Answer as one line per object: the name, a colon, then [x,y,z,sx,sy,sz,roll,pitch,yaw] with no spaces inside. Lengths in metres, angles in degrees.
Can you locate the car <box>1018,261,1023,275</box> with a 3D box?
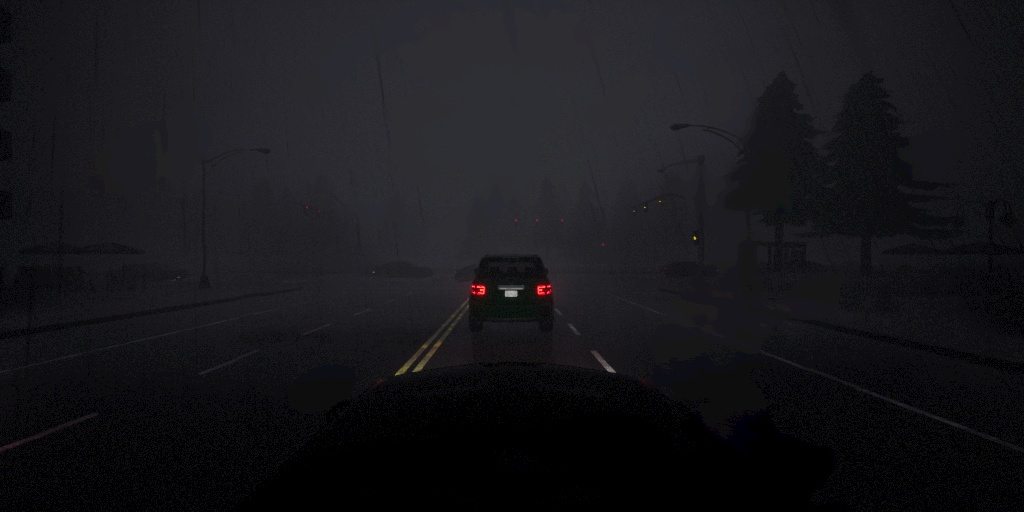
car: [49.335,1.199,35.419,4.892,1.490,1.837,0,0,20]

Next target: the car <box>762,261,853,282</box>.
car: [22.561,1.172,27.512,5.008,1.535,1.882,0,0,-1]

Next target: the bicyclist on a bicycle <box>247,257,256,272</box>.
bicyclist on a bicycle: [-30.106,0.995,41.533,0.582,1.620,1.656,0,0,-1]

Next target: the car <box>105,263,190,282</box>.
car: [-27.397,1.295,27.058,4.718,1.301,1.895,0,0,-1]

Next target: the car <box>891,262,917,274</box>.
car: [39.727,1.295,37.662,4.718,1.301,1.895,0,0,7]

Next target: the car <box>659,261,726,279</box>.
car: [15.299,1.198,30.948,4.892,1.490,1.837,0,0,-1]

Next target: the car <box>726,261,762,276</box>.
car: [22.940,1.186,34.681,4.902,1.511,2.128,0,0,0]

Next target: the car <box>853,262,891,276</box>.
car: [32.691,1.242,34.680,5.357,1.411,2.033,0,0,1]

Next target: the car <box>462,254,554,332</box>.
car: [-0.022,0.971,11.024,2.150,2.045,5.566,0,0,0]

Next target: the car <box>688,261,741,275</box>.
car: [21.491,1.220,38.176,4.674,1.442,1.812,0,0,0]

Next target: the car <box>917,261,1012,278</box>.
car: [38.541,1.199,30.643,4.892,1.490,1.837,0,0,6]

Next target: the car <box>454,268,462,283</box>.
car: [-2.287,1.294,27.290,4.181,1.385,1.994,0,0,-1]

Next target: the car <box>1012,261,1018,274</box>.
car: [42.803,1.186,33.619,4.902,1.511,2.128,0,0,13]

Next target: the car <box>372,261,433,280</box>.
car: [-9.296,1.191,30.728,5.008,1.535,1.882,0,0,-1]
